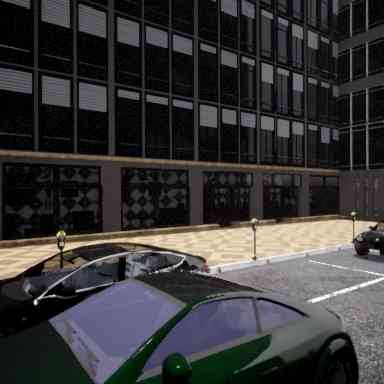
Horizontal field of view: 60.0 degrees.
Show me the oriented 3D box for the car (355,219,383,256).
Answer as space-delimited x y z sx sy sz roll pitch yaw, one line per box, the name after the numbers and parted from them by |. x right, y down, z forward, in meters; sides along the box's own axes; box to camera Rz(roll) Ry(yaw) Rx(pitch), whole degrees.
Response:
7.657 1.564 11.993 4.313 1.339 1.947 0 0 -35 | car

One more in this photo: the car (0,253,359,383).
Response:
-0.275 1.564 3.178 4.181 1.385 1.994 0 0 -35 | car

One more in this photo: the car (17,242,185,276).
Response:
-1.632 1.566 5.395 4.313 1.339 1.947 0 0 -35 | car
